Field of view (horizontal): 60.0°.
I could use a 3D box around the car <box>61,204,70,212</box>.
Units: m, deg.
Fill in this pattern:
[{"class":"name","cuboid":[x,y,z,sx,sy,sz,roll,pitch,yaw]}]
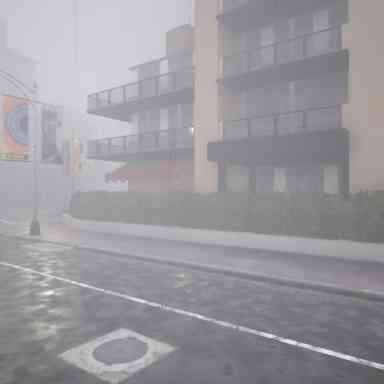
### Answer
[{"class":"car","cuboid":[-10.851,1.547,34.828,2.033,1.411,5.357,0,0,36]}]
